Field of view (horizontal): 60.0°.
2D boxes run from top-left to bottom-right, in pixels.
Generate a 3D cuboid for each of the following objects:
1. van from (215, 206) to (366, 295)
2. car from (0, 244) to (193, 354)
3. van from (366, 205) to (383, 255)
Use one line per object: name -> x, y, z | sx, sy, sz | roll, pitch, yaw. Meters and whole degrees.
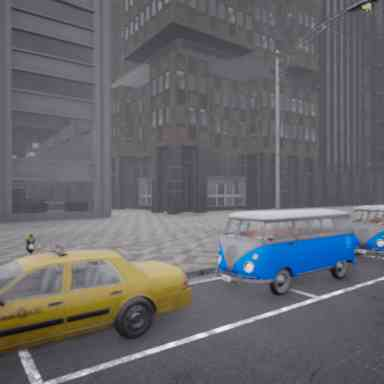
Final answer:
van -> 2.456, 1.339, 8.406 | 3.998, 1.788, 1.690 | 0, 0, -36
car -> -2.274, 1.525, 5.030 | 4.829, 1.417, 1.752 | 0, 0, -36
van -> 7.047, 1.337, 11.682 | 3.998, 1.788, 1.690 | 0, 0, -36
